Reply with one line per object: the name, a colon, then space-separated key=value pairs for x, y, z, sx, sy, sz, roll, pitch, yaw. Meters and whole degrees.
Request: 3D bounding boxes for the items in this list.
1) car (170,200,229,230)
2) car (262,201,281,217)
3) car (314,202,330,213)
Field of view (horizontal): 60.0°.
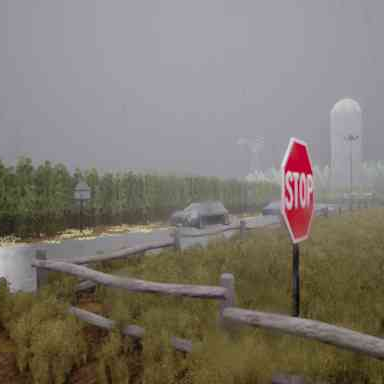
car: x=0.585 y=1.437 z=21.815 sx=2.097 sy=1.767 sz=4.553 roll=-1 pitch=-1 yaw=36
car: x=8.592 y=1.653 z=32.931 sx=1.882 sy=1.535 sz=5.008 roll=-1 pitch=0 yaw=36
car: x=11.587 y=1.694 z=31.486 sx=2.033 sy=1.411 sz=5.357 roll=-1 pitch=-1 yaw=36
